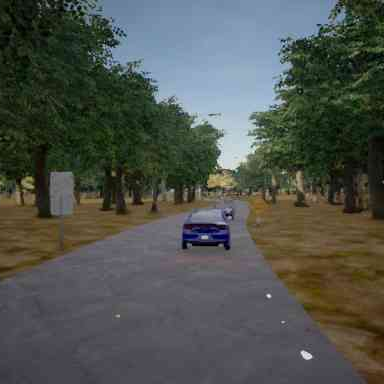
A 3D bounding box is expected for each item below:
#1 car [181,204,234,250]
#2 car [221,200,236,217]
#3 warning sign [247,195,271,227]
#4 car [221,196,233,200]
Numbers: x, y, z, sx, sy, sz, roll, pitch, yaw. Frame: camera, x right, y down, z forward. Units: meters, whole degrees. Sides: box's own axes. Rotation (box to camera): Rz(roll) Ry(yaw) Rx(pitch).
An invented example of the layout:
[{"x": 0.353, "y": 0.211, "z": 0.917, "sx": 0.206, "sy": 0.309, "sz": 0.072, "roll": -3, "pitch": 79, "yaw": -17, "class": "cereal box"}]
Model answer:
[{"x": 0.696, "y": 1.485, "z": 14.451, "sx": 1.882, "sy": 1.535, "sz": 5.008, "roll": 0, "pitch": 0, "yaw": 5, "class": "car"}, {"x": 2.789, "y": 1.651, "z": 29.189, "sx": 1.895, "sy": 1.301, "sz": 4.718, "roll": 0, "pitch": 0, "yaw": 11, "class": "car"}, {"x": 4.005, "y": 1.126, "z": 20.032, "sx": 1.300, "sy": 1.860, "sz": 1.060, "roll": 1, "pitch": 1, "yaw": 8, "class": "warning sign"}, {"x": 8.416, "y": 1.895, "z": 76.251, "sx": 1.994, "sy": 1.385, "sz": 4.181, "roll": 0, "pitch": -1, "yaw": 8, "class": "car"}]
